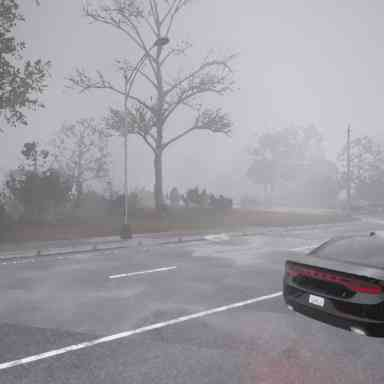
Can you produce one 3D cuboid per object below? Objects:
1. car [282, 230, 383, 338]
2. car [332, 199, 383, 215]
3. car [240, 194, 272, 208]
[{"bbox_3d":[3.906,1.478,6.414,5.008,1.535,1.882,0,0,-35],"label":"car"},{"bbox_3d":[16.819,1.493,34.053,2.128,1.511,4.902,0,0,-30],"label":"car"},{"bbox_3d":[9.165,1.267,48.106,2.150,2.045,5.566,0,0,-27],"label":"car"}]
